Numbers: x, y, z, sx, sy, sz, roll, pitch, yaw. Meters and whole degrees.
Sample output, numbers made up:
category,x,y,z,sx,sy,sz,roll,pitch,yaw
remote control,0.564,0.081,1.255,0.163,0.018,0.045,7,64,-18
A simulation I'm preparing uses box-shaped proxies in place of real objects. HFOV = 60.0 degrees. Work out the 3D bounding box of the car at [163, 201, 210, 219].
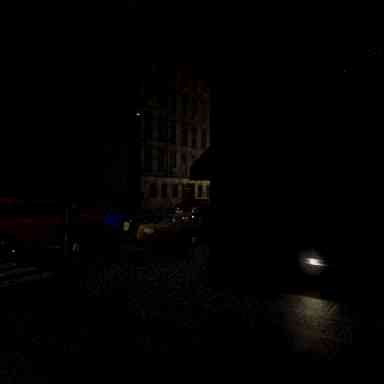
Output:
category,x,y,z,sx,sy,sz,roll,pitch,yaw
car,-0.394,1.522,28.956,1.947,1.339,4.313,0,0,36

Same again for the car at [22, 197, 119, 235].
category,x,y,z,sx,sy,sz,roll,pitch,yaw
car,-6.994,1.282,19.714,2.192,1.841,5.009,0,0,36

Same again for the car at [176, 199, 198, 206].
category,x,y,z,sx,sy,sz,roll,pitch,yaw
car,0.613,1.322,25.992,2.097,1.767,4.553,0,0,35

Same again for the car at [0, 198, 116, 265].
category,x,y,z,sx,sy,sz,roll,pitch,yaw
car,-5.731,1.220,12.047,2.150,2.045,5.566,0,0,36

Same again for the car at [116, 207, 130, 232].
category,x,y,z,sx,sy,sz,roll,pitch,yaw
car,-5.222,1.457,17.823,1.882,1.535,5.008,0,0,34

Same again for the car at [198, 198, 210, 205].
category,x,y,z,sx,sy,sz,roll,pitch,yaw
car,2.833,1.314,19.662,2.192,1.841,5.009,0,0,36

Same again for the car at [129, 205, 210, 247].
category,x,y,z,sx,sy,sz,roll,pitch,yaw
car,-0.371,1.530,15.180,1.752,1.417,4.829,0,0,36
